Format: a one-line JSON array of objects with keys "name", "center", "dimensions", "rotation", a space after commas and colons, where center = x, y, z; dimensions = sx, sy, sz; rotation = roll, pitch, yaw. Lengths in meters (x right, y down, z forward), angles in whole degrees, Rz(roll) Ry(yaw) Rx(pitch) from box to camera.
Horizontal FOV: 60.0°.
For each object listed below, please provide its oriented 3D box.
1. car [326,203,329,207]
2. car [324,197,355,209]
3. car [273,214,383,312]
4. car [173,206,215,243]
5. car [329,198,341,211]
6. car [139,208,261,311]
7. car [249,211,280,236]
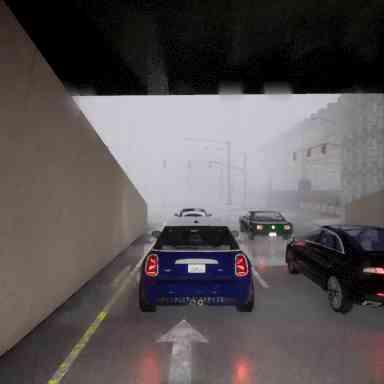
[{"name": "car", "center": [17.516, 1.453, 39.366], "dimensions": [2.038, 1.542, 4.974], "rotation": [0, 0, 45]}, {"name": "car", "center": [17.552, 1.295, 39.403], "dimensions": [1.853, 1.218, 4.536], "rotation": [0, 0, 45]}, {"name": "car", "center": [3.583, 1.492, 7.654], "dimensions": [2.128, 1.511, 4.902], "rotation": [0, 0, 0]}, {"name": "car", "center": [0.069, 1.526, 16.972], "dimensions": [1.812, 1.442, 4.674], "rotation": [0, 0, 0]}, {"name": "car", "center": [17.414, 1.453, 34.759], "dimensions": [2.038, 1.542, 4.974], "rotation": [0, 0, -35]}, {"name": "car", "center": [0.084, 1.352, 7.920], "dimensions": [2.097, 1.767, 4.553], "rotation": [0, 0, 0]}, {"name": "car", "center": [3.591, 1.601, 16.980], "dimensions": [1.895, 1.301, 4.718], "rotation": [0, 0, 0]}]
